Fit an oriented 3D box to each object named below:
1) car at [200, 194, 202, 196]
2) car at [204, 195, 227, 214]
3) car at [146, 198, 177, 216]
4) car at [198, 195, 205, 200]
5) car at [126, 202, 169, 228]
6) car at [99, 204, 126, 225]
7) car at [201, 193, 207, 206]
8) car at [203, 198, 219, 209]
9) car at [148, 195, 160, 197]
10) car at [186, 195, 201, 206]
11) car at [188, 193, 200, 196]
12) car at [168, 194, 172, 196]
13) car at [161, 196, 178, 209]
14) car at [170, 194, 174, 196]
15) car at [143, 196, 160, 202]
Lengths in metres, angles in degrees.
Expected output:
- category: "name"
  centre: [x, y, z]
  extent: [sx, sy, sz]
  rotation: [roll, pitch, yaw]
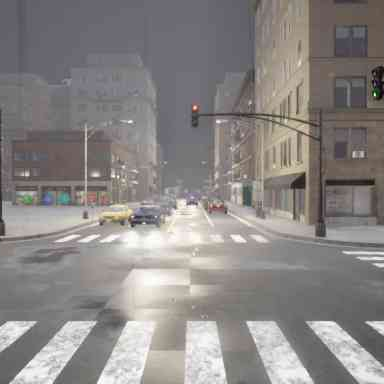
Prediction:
- category: "car"
  centre: [2.645, 1.555, 69.330]
  extent: [2.008, 1.369, 4.403]
  rotation: [0, 0, 0]
- category: "car"
  centre: [2.642, 1.441, 35.358]
  extent: [1.967, 1.590, 4.097]
  rotation: [0, 0, 0]
- category: "car"
  centre: [-2.852, 1.549, 32.294]
  extent: [2.033, 1.411, 5.357]
  rotation: [0, 0, 0]
- category: "car"
  centre: [2.648, 1.575, 91.977]
  extent: [1.947, 1.339, 4.313]
  rotation: [0, 0, 0]
- category: "car"
  centre: [-2.880, 1.601, 22.557]
  extent: [1.895, 1.301, 4.718]
  rotation: [0, 0, 1]
- category: "car"
  centre: [-5.385, 1.526, 23.866]
  extent: [1.752, 1.417, 4.829]
  rotation: [0, 0, 0]
- category: "car"
  centre: [2.642, 1.317, 41.020]
  extent: [2.192, 1.841, 5.009]
  rotation: [0, 0, 0]
- category: "car"
  centre: [2.643, 1.568, 46.682]
  extent: [1.947, 1.339, 4.313]
  rotation: [0, 0, 0]
- category: "car"
  centre: [-5.382, 1.318, 46.684]
  extent: [2.192, 1.841, 5.009]
  rotation: [0, 0, 0]
- category: "car"
  centre: [0.006, 1.604, 53.850]
  extent: [1.895, 1.301, 4.718]
  rotation: [0, 0, 0]
- category: "car"
  centre: [0.007, 1.226, 64.152]
  extent: [2.150, 2.045, 5.566]
  rotation: [0, 0, 0]
- category: "car"
  centre: [-5.380, 1.586, 63.669]
  extent: [1.802, 1.307, 4.206]
  rotation: [0, 0, 0]
- category: "car"
  centre: [-2.837, 1.528, 42.135]
  extent: [1.812, 1.442, 4.674]
  rotation: [0, 0, 0]
- category: "car"
  centre: [-5.380, 1.530, 69.161]
  extent: [1.752, 1.417, 4.829]
  rotation: [0, 0, 0]
- category: "car"
  centre: [-5.383, 1.553, 41.021]
  extent: [2.008, 1.369, 4.403]
  rotation: [0, 0, 0]
